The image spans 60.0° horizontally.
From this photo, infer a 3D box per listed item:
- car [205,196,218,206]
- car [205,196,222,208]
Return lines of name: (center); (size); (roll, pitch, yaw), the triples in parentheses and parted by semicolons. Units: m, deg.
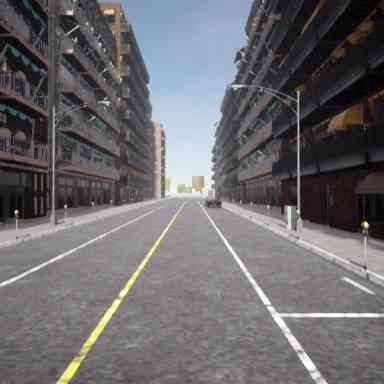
car: (3.140, 1.476, 54.735); (1.882, 1.535, 5.008); (0, 0, 0)
car: (3.140, 1.472, 47.734); (1.882, 1.535, 5.008); (0, 0, 0)
